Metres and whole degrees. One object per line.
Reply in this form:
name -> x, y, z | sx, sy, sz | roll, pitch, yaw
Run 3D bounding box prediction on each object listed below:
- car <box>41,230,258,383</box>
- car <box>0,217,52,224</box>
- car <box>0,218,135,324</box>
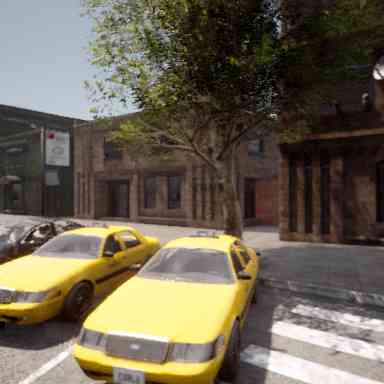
car -> 0.114, 1.486, 5.796 | 1.946, 1.575, 5.366 | 0, -1, 16
car -> -4.715, 1.503, 9.472 | 2.231, 1.521, 4.892 | 0, -1, 16
car -> -2.328, 1.491, 7.540 | 1.946, 1.575, 5.366 | 0, -1, 16
